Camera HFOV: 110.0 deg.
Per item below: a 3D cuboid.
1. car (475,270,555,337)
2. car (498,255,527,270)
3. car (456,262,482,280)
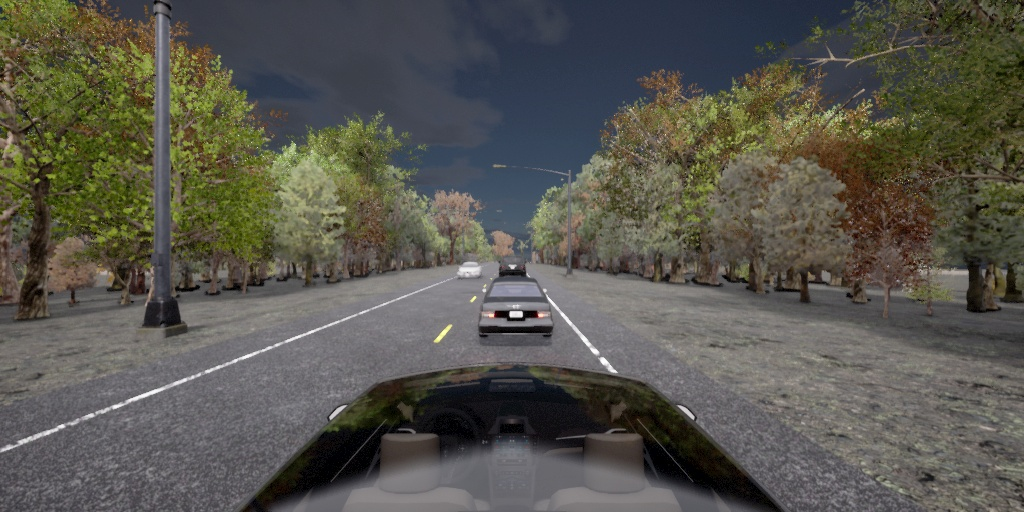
[{"bbox_3d":[0.082,1.299,10.203,2.033,1.411,5.357,0,0,0],"label":"car"},{"bbox_3d":[0.042,0.977,29.292,2.150,2.045,5.566,0,0,0],"label":"car"},{"bbox_3d":[-3.662,1.282,31.751,1.812,1.442,4.674,0,0,0],"label":"car"}]
